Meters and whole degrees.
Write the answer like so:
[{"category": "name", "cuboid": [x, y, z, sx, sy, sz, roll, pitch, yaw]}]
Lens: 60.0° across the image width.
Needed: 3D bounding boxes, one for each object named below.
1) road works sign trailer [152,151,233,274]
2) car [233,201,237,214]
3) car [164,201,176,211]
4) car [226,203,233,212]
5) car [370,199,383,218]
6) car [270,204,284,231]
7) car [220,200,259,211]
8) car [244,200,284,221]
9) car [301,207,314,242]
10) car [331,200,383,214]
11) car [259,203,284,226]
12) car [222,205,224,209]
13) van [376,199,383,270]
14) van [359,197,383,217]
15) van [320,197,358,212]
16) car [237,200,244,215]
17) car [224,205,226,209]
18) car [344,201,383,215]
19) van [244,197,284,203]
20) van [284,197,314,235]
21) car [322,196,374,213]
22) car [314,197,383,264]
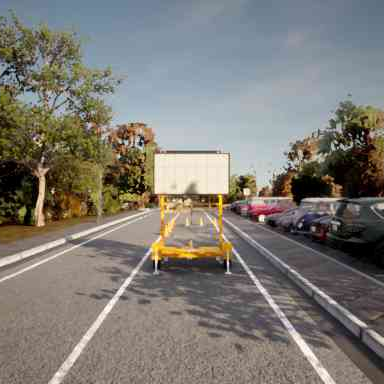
[{"category": "road works sign trailer", "cuboid": [-0.015, 0.491, 10.602, 2.380, 3.560, 2.880, 0, 0, -1]}, {"category": "car", "cuboid": [7.145, 1.786, 35.220, 4.792, 1.488, 2.163, 0, -1, 0]}, {"category": "car", "cuboid": [-3.196, 1.940, 45.564, 2.128, 1.511, 4.902, 0, -1, 0]}, {"category": "car", "cuboid": [7.093, 1.541, 38.000, 5.566, 2.045, 2.435, 0, -1, 0]}, {"category": "car", "cuboid": [20.158, 1.591, 32.222, 4.553, 1.767, 2.185, 0, -1, 0]}, {"category": "car", "cuboid": [7.085, 1.583, 18.564, 4.674, 1.452, 2.002, 0, -1, 0]}, {"category": "car", "cuboid": [6.958, 1.981, 49.085, 5.366, 1.575, 1.946, 0, -1, 0]}, {"category": "car", "cuboid": [7.104, 1.649, 26.893, 5.008, 1.535, 2.097, 0, -1, 0]}, {"category": "car", "cuboid": [7.100, 1.501, 13.007, 4.792, 1.488, 2.163, 0, 0, 0]}, {"category": "car", "cuboid": [20.021, 1.822, 40.528, 5.366, 1.575, 1.946, 0, -1, 0]}, {"category": "car", "cuboid": [7.058, 1.608, 21.342, 4.792, 1.488, 2.163, 0, -1, 0]}, {"category": "car", "cuboid": [7.144, 1.926, 46.316, 4.892, 1.521, 2.231, 0, -1, 0]}, {"category": "van", "cuboid": [6.943, 1.234, 7.480, 4.442, 1.987, 1.878, 0, 0, 0]}, {"category": "van", "cuboid": [20.312, 1.527, 34.993, 4.442, 1.987, 1.878, 0, -1, 0]}, {"category": "van", "cuboid": [20.335, 1.695, 46.191, 4.442, 1.987, 1.878, 0, -1, 0]}, {"category": "car", "cuboid": [7.113, 1.761, 32.444, 4.674, 1.452, 2.002, 0, -1, 0]}, {"category": "car", "cuboid": [7.139, 1.873, 43.544, 5.008, 1.535, 2.097, 0, -1, 0]}, {"category": "car", "cuboid": [20.194, 1.789, 37.761, 4.892, 1.521, 2.231, 0, -1, 0]}, {"category": "van", "cuboid": [7.221, 1.459, 29.672, 4.442, 1.987, 1.878, 0, -1, 0]}, {"category": "van", "cuboid": [6.960, 1.281, 15.792, 4.442, 1.987, 1.878, 0, -1, 0]}, {"category": "car", "cuboid": [20.240, 1.616, 43.300, 5.566, 2.045, 2.435, 0, -1, 0]}, {"category": "car", "cuboid": [7.094, 1.199, 10.256, 5.566, 2.045, 2.435, 0, 0, 0]}]
